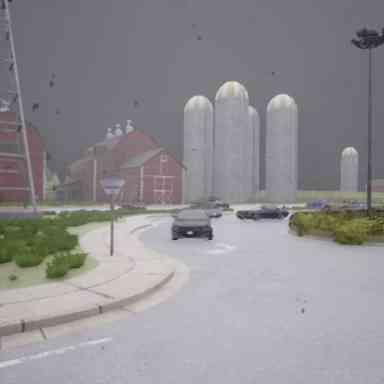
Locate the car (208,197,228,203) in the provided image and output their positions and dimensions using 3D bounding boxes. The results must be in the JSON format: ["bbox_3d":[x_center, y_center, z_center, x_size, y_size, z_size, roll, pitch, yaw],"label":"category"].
[{"bbox_3d":[3.809,1.614,49.045,1.905,1.878,3.866,1,0,-34],"label":"car"}]

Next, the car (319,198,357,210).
[{"bbox_3d":[19.647,1.756,43.690,1.932,1.855,4.605,1,0,-34],"label":"car"}]

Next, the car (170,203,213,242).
[{"bbox_3d":[0.026,1.569,17.396,1.882,1.535,5.008,0,0,3],"label":"car"}]

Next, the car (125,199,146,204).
[{"bbox_3d":[-7.084,1.644,41.078,1.816,1.474,4.193,1,0,-34],"label":"car"}]

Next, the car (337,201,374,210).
[{"bbox_3d":[18.507,1.961,36.857,4.181,1.385,1.994,1,0,-34],"label":"car"}]

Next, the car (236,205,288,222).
[{"bbox_3d":[6.009,1.816,28.513,4.718,1.301,1.895,1,0,-34],"label":"car"}]

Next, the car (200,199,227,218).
[{"bbox_3d":[1.058,1.695,31.046,1.784,1.438,3.905,1,0,-34],"label":"car"}]

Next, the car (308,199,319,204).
[{"bbox_3d":[23.929,2.073,62.497,2.242,1.667,4.611,1,0,-34],"label":"car"}]
